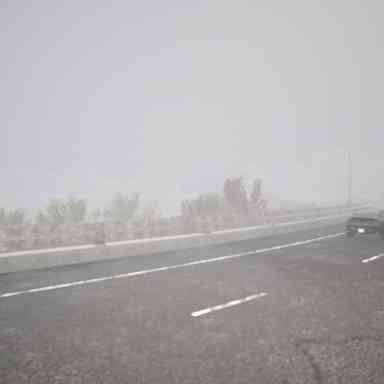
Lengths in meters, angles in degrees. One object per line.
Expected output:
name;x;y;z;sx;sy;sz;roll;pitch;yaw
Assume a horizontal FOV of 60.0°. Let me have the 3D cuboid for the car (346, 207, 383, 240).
car;9.545;1.535;17.157;1.837;1.490;4.892;0;0;45
